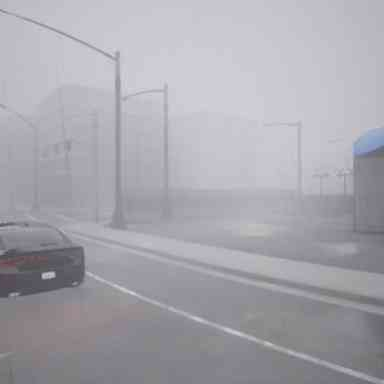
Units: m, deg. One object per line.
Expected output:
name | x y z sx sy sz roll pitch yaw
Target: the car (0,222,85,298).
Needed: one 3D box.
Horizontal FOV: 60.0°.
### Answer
car | -4.443 1.497 8.494 1.882 1.535 5.008 0 0 -40
